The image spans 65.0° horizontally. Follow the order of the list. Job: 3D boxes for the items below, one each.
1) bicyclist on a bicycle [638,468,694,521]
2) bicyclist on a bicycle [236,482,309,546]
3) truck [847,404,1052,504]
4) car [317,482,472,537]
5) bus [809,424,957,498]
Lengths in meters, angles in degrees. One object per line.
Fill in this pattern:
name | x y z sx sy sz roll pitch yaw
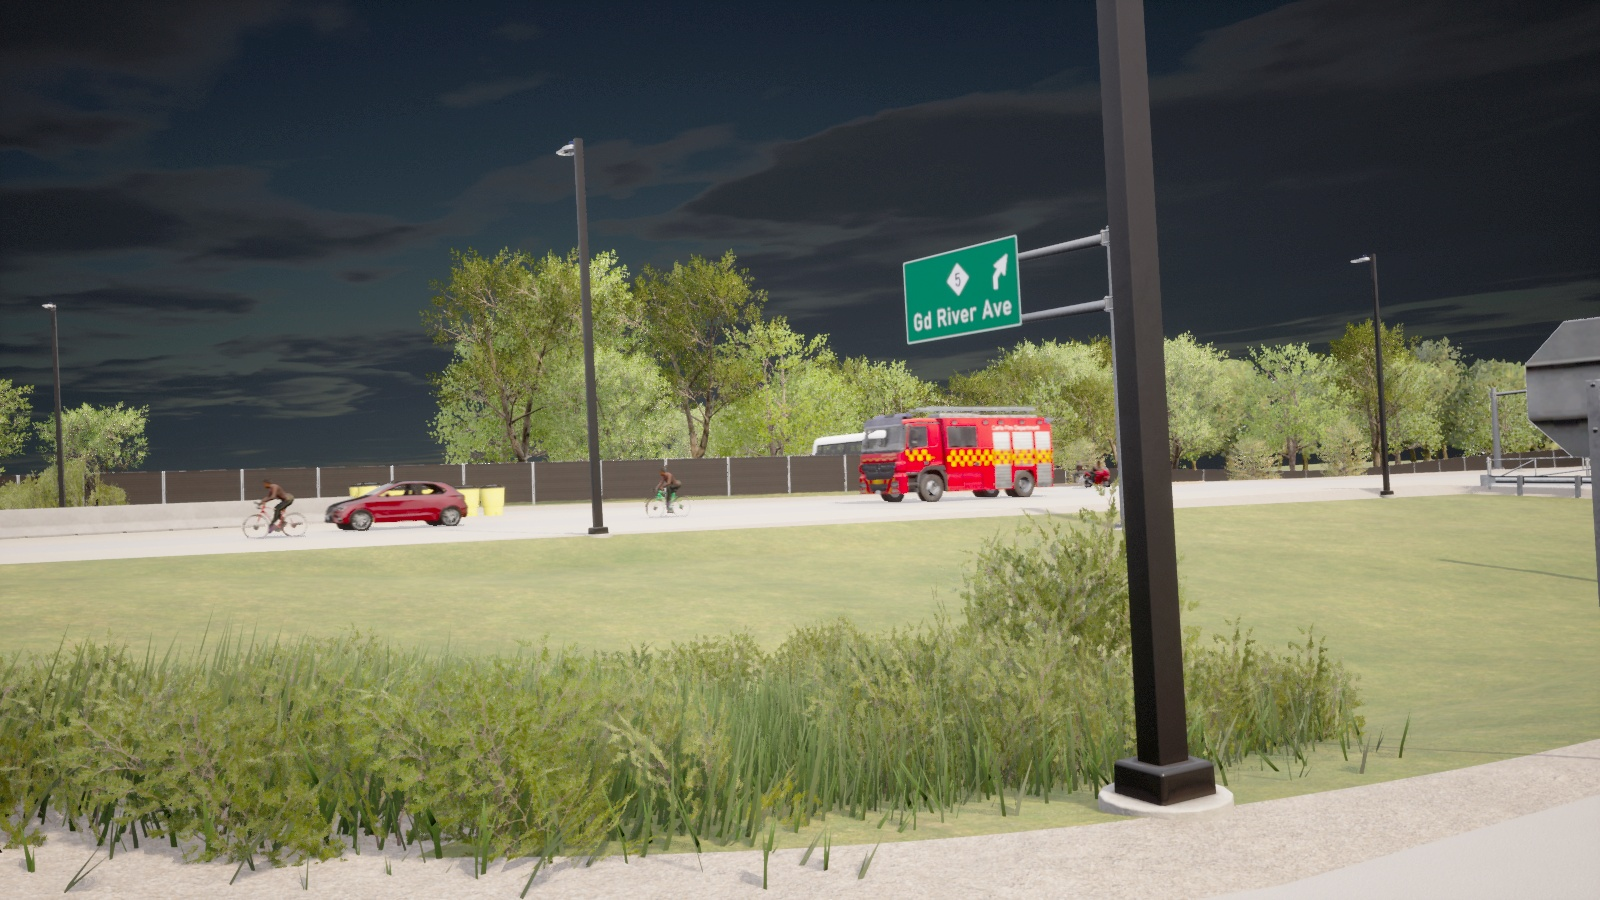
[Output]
bicyclist on a bicycle | -4.301 1.431 40.419 1.656 1.620 0.582 -2 -1 -35
bicyclist on a bicycle | -14.115 1.697 33.632 1.656 1.620 0.582 -2 -1 -35
truck | 6.286 0.129 52.020 8.468 3.827 2.891 -2 -2 -34
car | -12.560 1.818 38.955 4.193 1.474 1.816 -2 -2 -35
bus | 5.374 0.831 84.139 3.944 4.253 10.273 -2 -2 -36
